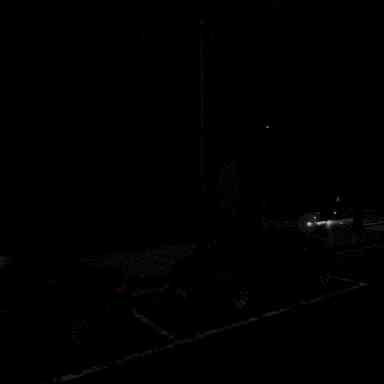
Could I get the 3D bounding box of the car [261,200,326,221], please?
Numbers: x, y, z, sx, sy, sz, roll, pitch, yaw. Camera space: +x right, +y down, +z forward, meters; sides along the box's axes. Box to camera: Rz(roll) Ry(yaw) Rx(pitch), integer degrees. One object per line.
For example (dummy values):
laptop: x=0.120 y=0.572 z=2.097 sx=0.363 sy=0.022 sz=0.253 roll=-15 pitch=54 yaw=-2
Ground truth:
car: x=7.684 y=1.532 z=27.153 sx=2.033 sy=1.411 sz=5.357 roll=0 pitch=0 yaw=-36

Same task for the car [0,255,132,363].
car: x=-2.878 y=1.582 z=4.482 sx=4.206 sy=1.307 sz=1.802 roll=0 pitch=0 yaw=-35

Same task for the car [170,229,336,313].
car: x=1.560 y=1.566 z=7.648 sx=4.313 sy=1.339 sz=1.947 roll=0 pitch=0 yaw=-35

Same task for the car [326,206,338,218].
car: x=10.266 y=1.480 z=29.131 sx=1.837 sy=1.490 sz=4.892 roll=0 pitch=0 yaw=-36
